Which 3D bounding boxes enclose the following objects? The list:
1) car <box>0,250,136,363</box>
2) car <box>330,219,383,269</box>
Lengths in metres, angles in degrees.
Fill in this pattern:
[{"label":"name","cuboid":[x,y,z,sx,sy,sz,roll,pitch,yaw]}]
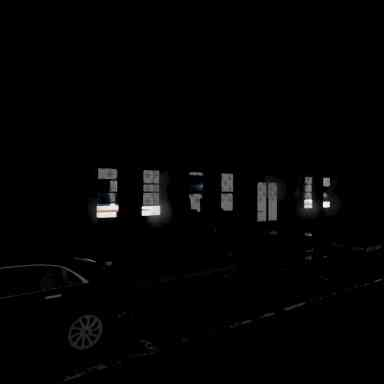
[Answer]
[{"label":"car","cuboid":[-2.931,1.551,4.468,4.403,1.369,2.008,0,0,-35]},{"label":"car","cuboid":[6.345,1.582,11.068,4.206,1.307,1.802,0,0,-35]}]
